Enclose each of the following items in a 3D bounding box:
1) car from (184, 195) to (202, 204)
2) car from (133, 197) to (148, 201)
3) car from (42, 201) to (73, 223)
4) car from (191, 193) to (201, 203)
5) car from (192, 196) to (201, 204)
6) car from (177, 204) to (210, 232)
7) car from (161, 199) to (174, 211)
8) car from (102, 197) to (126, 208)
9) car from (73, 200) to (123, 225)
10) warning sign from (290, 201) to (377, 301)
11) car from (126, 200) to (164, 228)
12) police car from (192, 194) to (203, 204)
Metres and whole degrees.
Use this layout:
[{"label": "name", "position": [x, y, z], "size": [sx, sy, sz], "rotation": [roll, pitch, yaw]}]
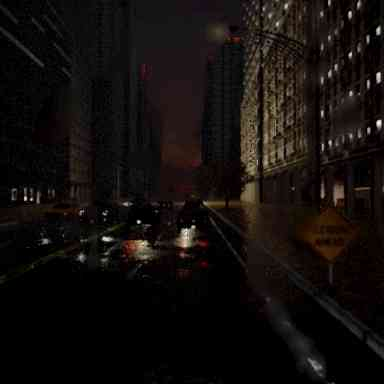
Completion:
[{"label": "car", "position": [0.002, 1.552, 43.830], "size": [1.882, 1.535, 5.008], "rotation": [0, -1, 1]}, {"label": "car", "position": [-6.559, 1.461, 42.063], "size": [2.097, 1.767, 4.553], "rotation": [0, 0, 0]}, {"label": "car", "position": [-9.880, 1.498, 26.012], "size": [1.882, 1.535, 5.008], "rotation": [0, 0, 0]}, {"label": "car", "position": [0.871, 1.352, 72.849], "size": [2.150, 2.045, 5.566], "rotation": [0, 0, 0]}, {"label": "car", "position": [0.879, 1.573, 67.008], "size": [1.801, 1.575, 5.366], "rotation": [0, 0, 0]}, {"label": "car", "position": [0.073, 1.634, 20.463], "size": [1.895, 1.301, 4.718], "rotation": [0, 0, 0]}, {"label": "car", "position": [-3.265, 1.610, 41.080], "size": [2.033, 1.411, 5.357], "rotation": [0, 0, 1]}, {"label": "car", "position": [-9.809, 1.298, 42.003], "size": [1.895, 1.301, 4.718], "rotation": [0, 0, 0]}, {"label": "car", "position": [-6.628, 1.377, 24.205], "size": [2.097, 1.767, 4.553], "rotation": [0, 0, 0]}, {"label": "warning sign", "position": [2.828, 1.132, 6.830], "size": [1.300, 1.860, 1.060], "rotation": [-1, -1, 0]}, {"label": "car", "position": [-3.180, 1.534, 22.255], "size": [1.837, 1.490, 4.892], "rotation": [0, 0, 0]}, {"label": "police car", "position": [0.894, 1.525, 56.926], "size": [1.930, 1.638, 5.238], "rotation": [0, 0, 0]}]
